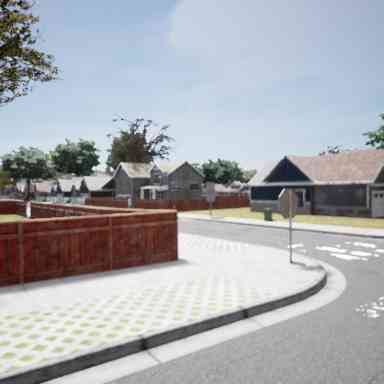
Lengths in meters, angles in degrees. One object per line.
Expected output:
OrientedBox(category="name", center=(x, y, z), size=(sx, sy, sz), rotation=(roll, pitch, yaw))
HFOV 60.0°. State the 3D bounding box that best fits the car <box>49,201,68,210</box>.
OrientedBox(category="car", center=(-18.926, 1.903, 46.643), size=(1.895, 1.301, 4.718), rotation=(0, 0, -36))
